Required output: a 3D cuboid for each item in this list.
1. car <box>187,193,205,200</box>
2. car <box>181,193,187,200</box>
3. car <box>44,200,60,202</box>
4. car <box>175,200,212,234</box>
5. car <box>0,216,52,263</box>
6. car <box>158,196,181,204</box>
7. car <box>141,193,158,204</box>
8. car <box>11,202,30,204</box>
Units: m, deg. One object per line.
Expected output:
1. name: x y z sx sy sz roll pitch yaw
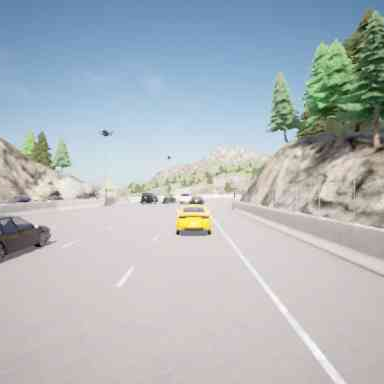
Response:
1. car: 0.843 1.342 48.360 2.097 1.767 4.553 0 0 5
2. car: -0.752 1.209 63.910 2.150 2.045 5.566 0 0 12
3. car: -25.888 1.455 62.687 1.812 1.442 4.674 0 0 7
4. car: 0.091 1.474 19.378 1.882 1.535 5.008 0 0 0
5. car: -6.900 1.544 11.745 2.033 1.411 5.357 0 0 0
6. car: -4.230 1.478 63.611 2.128 1.511 4.902 0 0 11
7. car: -7.992 1.208 63.294 2.150 2.045 5.566 0 0 11
8. car: -30.050 1.339 58.115 2.097 1.767 4.553 0 0 7
